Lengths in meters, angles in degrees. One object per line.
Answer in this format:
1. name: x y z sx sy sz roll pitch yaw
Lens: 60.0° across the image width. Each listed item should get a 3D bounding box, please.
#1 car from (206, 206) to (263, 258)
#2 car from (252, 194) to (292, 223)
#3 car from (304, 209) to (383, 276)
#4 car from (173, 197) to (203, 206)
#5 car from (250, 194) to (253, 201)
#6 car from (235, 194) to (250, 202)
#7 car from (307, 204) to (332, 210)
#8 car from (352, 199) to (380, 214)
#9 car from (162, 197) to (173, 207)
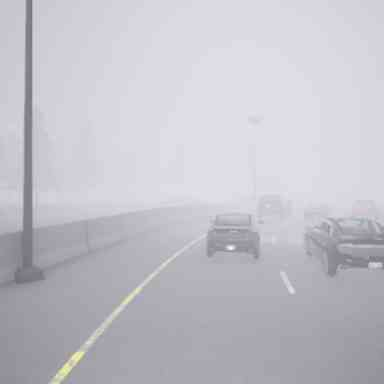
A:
1. car: 1.717 1.524 12.959 1.837 1.490 4.892 0 0 12
2. car: 7.409 1.284 29.547 2.150 2.045 5.566 0 0 26
3. car: 4.729 1.524 10.269 2.128 1.511 4.902 0 0 9
4. car: -0.289 1.546 50.543 1.837 1.490 4.892 0 0 37
5. car: 12.370 1.336 55.235 2.150 2.045 5.566 0 0 40
6. car: 9.625 1.323 57.401 2.150 2.045 5.566 0 0 40
7. car: 11.113 1.681 29.105 1.895 1.301 4.718 0 0 27
8. car: 15.791 1.456 30.214 2.097 1.767 4.553 0 0 29
9. car: -2.741 1.510 53.107 1.882 1.535 5.008 0 0 37
